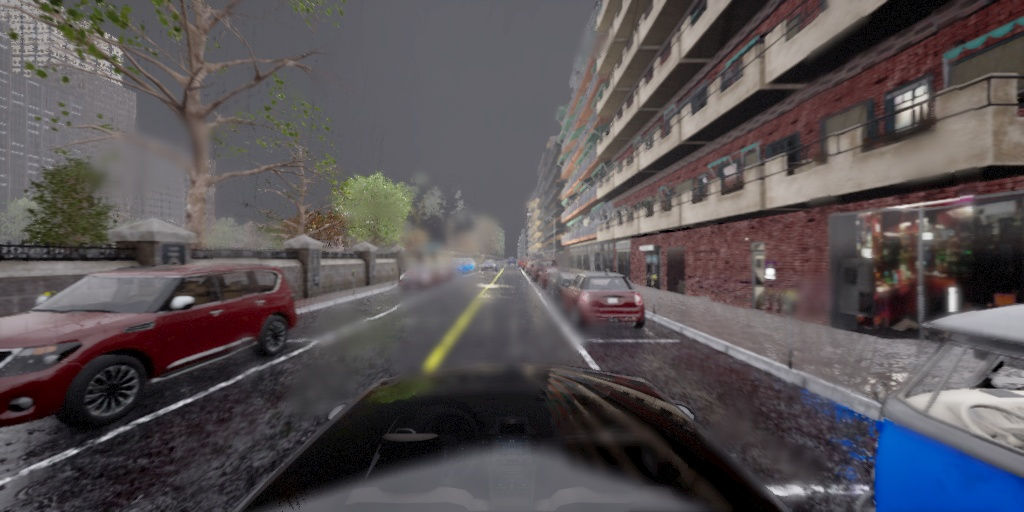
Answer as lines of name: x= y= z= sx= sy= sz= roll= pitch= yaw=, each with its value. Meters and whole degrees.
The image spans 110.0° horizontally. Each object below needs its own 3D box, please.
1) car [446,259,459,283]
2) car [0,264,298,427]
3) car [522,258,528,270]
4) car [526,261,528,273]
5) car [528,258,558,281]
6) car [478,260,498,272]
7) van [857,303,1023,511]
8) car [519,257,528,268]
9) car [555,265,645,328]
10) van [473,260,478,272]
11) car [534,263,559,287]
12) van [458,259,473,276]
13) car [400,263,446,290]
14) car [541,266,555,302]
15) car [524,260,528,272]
car: x=-5.696 y=1.283 z=28.399 sx=1.967 sy=1.591 sz=4.097 roll=0 pitch=0 yaw=0
car: x=-5.692 y=1.078 z=5.879 sx=2.192 sy=1.841 sz=5.009 roll=0 pitch=0 yaw=0
car: x=2.681 y=1.352 z=45.289 sx=1.967 sy=1.591 sz=4.097 roll=0 pitch=0 yaw=0
car: x=2.683 y=1.415 z=34.031 sx=2.007 sy=1.370 sz=4.403 roll=0 pitch=0 yaw=0
car: x=2.684 y=1.158 z=28.400 sx=2.192 sy=1.841 sz=5.009 roll=0 pitch=0 yaw=0
car: x=-3.086 y=1.287 z=50.077 sx=2.097 sy=1.767 sz=4.553 roll=0 pitch=0 yaw=0
van: x=2.690 y=1.086 z=0.250 sx=1.690 sy=1.789 sz=3.998 roll=0 pitch=0 yaw=0
car: x=2.679 y=1.280 z=56.549 sx=2.192 sy=1.841 sz=5.009 roll=0 pitch=0 yaw=0
car: x=2.687 y=1.222 z=11.510 sx=1.967 sy=1.591 sz=4.097 roll=0 pitch=0 yaw=0
van: x=-5.699 y=1.253 z=45.288 sx=1.690 sy=1.789 sz=3.998 roll=0 pitch=0 yaw=0
car: x=2.685 y=1.367 z=22.770 sx=1.888 sy=1.381 sz=4.507 roll=0 pitch=0 yaw=0
van: x=-5.699 y=1.229 z=39.659 sx=1.690 sy=1.789 sz=3.998 roll=0 pitch=0 yaw=0
car: x=-5.695 y=1.262 z=22.770 sx=1.967 sy=1.591 sz=4.097 roll=0 pitch=0 yaw=0
car: x=2.686 y=1.352 z=17.140 sx=2.007 sy=1.370 sz=4.403 roll=0 pitch=0 yaw=0
car: x=2.682 y=1.433 z=39.660 sx=1.888 sy=1.381 sz=4.507 roll=0 pitch=0 yaw=0
